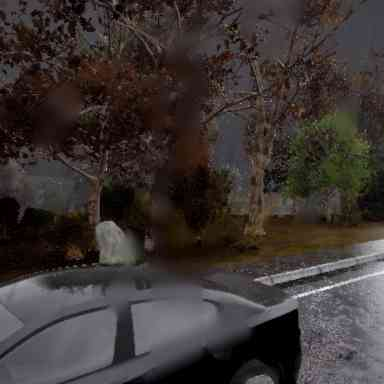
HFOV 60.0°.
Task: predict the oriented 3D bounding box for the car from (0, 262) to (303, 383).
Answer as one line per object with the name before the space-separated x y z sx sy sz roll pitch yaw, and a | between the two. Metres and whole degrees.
car | -1.147 1.478 2.865 5.008 1.535 1.882 0 0 -36
